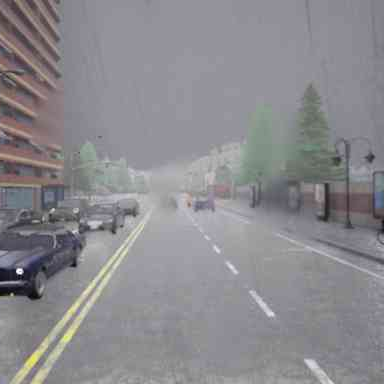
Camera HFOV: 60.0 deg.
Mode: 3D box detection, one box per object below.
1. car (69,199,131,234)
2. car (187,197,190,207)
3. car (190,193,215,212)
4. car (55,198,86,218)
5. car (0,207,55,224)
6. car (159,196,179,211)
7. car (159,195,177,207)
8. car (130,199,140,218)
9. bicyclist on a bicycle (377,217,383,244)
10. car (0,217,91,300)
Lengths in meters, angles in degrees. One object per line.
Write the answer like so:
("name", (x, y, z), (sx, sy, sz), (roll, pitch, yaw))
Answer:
("car", (-4.884, 1.411, 18.497), (2.128, 1.511, 4.902), (-1, 0, -4))
("car", (0.483, 1.037, 43.475), (2.097, 1.767, 4.553), (-1, 0, -4))
("car", (1.173, 1.221, 34.281), (1.882, 1.535, 5.008), (-1, 0, -4))
("car", (-8.830, 1.271, 24.525), (2.097, 1.767, 4.553), (-1, 0, -4))
("car", (-8.120, 1.472, 14.760), (2.128, 1.511, 4.902), (-1, 0, -4))
("car", (-2.561, 1.271, 36.780), (1.837, 1.490, 4.892), (-1, 1, -4))
("car", (-3.522, 1.248, 47.426), (2.033, 1.411, 5.357), (-1, 0, -10))
("car", (-5.624, 1.332, 28.830), (1.882, 1.535, 5.008), (-1, 0, -4))
("bicyclist on a bicycle", (7.587, 1.132, 12.221), (1.656, 1.620, 0.582), (-1, 0, -4))
("car", (-4.144, 1.584, 8.392), (1.895, 1.301, 4.718), (-1, 0, -4))
